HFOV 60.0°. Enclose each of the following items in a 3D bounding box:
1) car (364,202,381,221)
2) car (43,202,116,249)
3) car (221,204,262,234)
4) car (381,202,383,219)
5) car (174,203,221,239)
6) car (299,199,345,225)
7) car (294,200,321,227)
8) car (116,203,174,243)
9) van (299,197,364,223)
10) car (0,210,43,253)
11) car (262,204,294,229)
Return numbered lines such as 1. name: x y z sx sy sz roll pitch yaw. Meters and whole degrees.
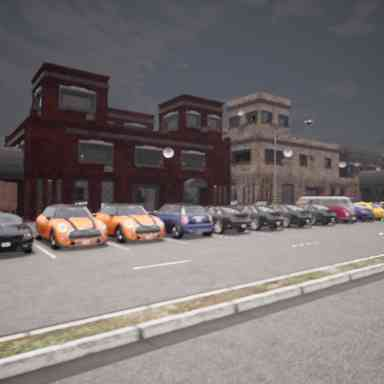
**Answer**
1. car: 12.549 1.636 27.544 2.002 1.452 4.674 0 0 -36
2. car: -5.413 1.366 14.746 2.185 1.767 4.553 0 0 -36
3. car: 1.337 1.524 19.525 2.231 1.521 4.892 0 0 -36
4. car: 14.684 1.611 29.302 1.946 1.575 5.366 0 0 -36
5. car: -0.890 1.386 17.902 2.185 1.767 4.553 0 0 -36
6. car: 8.065 1.564 24.335 2.231 1.521 4.892 0 0 -36
7. car: 5.823 1.550 22.732 2.231 1.521 4.892 0 0 -36
8. car: -3.170 1.376 16.349 2.185 1.767 4.553 0 0 -36
9. van: 10.475 1.354 25.921 1.878 1.987 4.442 0 0 -36
10. car: -7.641 1.484 13.121 2.097 1.535 5.008 0 0 -36
11. car: 3.581 1.536 21.129 2.231 1.521 4.892 0 0 -36
